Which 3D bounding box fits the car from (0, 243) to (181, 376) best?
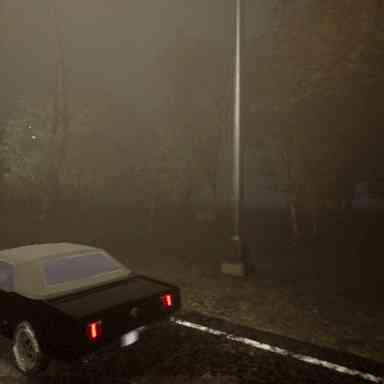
[{"bbox_3d":[-2.576,1.538,5.536,4.718,1.301,1.895,1,0,36],"label":"car"}]
